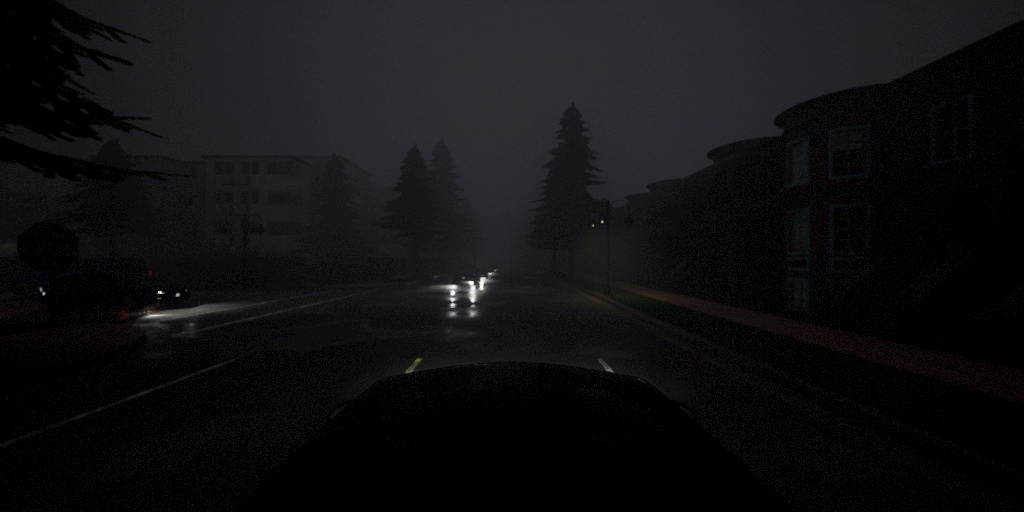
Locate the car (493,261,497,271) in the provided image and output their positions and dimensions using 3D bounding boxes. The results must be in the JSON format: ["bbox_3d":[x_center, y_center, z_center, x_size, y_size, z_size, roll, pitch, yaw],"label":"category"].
[{"bbox_3d":[-3.578,1.566,49.277,1.994,1.385,4.181,0,0,0],"label":"car"}]

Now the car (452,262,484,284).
[{"bbox_3d":[-3.593,1.399,28.898,1.837,1.490,4.892,0,0,0],"label":"car"}]

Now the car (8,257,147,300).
[{"bbox_3d":[-21.670,1.081,18.203,5.566,2.045,2.150,0,0,0],"label":"car"}]

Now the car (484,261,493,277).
[{"bbox_3d":[-3.592,1.440,39.062,2.128,1.511,4.902,0,0,0],"label":"car"}]

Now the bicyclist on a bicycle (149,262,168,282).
[{"bbox_3d":[-23.269,1.189,23.436,0.582,1.620,1.656,0,0,0],"label":"bicyclist on a bicycle"}]

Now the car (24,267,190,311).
[{"bbox_3d":[-15.844,1.347,14.414,4.892,1.490,1.837,-1,0,0],"label":"car"}]
